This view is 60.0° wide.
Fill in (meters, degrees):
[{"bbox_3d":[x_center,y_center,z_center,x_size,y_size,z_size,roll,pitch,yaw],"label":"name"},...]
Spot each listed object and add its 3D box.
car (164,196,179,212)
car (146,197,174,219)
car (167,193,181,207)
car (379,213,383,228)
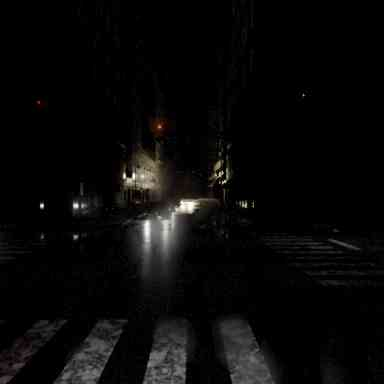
[{"bbox_3d":[-2.866,1.511,39.159,1.812,1.442,4.674,0,0,0],"label":"car"},{"bbox_3d":[-2.867,1.497,29.293,1.837,1.490,4.892,0,0,0],"label":"car"},{"bbox_3d":[-2.877,1.197,49.559,2.150,2.045,5.566,0,0,0],"label":"car"},{"bbox_3d":[12.337,1.282,16.900,5.009,1.841,2.192,0,0,0],"label":"car"}]
